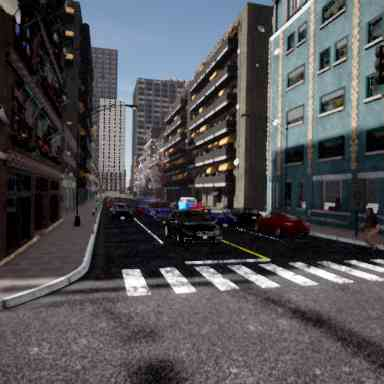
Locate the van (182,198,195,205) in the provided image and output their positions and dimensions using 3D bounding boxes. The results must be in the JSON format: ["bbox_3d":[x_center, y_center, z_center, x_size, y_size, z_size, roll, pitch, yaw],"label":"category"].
[{"bbox_3d":[-0.546,1.585,40.354,1.690,1.788,3.998,1,0,-15],"label":"van"}]

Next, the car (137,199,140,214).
[{"bbox_3d":[-4.881,1.690,34.091,1.994,1.385,4.181,1,0,-15],"label":"car"}]

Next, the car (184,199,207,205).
[{"bbox_3d":[0.852,1.775,35.010,1.887,1.381,4.507,1,0,-15],"label":"car"}]

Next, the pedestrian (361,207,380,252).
[{"bbox_3d":[7.128,1.479,13.240,0.375,1.860,0.375,1,0,-15],"label":"pedestrian"}]

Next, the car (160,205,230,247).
[{"bbox_3d":[-0.070,1.584,15.705,1.837,1.490,4.892,1,0,-14],"label":"car"}]

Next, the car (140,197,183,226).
[{"bbox_3d":[-2.349,1.453,24.441,2.097,1.767,4.553,1,0,-15],"label":"car"}]

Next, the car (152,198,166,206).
[{"bbox_3d":[-6.192,1.830,61.889,1.752,1.417,4.829,1,0,-15],"label":"car"}]

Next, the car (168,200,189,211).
[{"bbox_3d":[-1.949,1.825,45.696,1.947,1.339,4.313,1,0,-15],"label":"car"}]

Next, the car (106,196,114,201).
[{"bbox_3d":[-22.660,1.796,91.671,1.887,1.381,4.507,1,0,-15],"label":"car"}]

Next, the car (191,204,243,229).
[{"bbox_3d":[1.469,1.753,22.542,1.895,1.301,4.718,1,0,-15],"label":"car"}]

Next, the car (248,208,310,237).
[{"bbox_3d":[5.053,1.771,18.981,1.802,1.307,4.206,1,0,-15],"label":"car"}]

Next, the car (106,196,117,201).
[{"bbox_3d":[-10.057,1.651,43.584,1.887,1.381,4.507,1,0,-15],"label":"car"}]

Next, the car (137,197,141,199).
[{"bbox_3d":[-14.551,1.955,93.782,2.008,1.369,4.403,1,0,-15],"label":"car"}]

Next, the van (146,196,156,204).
[{"bbox_3d":[-8.949,1.678,72.412,1.690,1.788,3.998,1,0,-15],"label":"van"}]

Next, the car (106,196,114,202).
[{"bbox_3d":[-21.260,1.800,86.327,1.947,1.339,4.313,1,0,-15],"label":"car"}]

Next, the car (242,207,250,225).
[{"bbox_3d":[3.653,1.768,24.324,1.947,1.339,4.313,1,0,-15],"label":"car"}]

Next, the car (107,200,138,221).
[{"bbox_3d":[-5.857,1.629,27.555,1.947,1.339,4.313,1,0,-15],"label":"car"}]

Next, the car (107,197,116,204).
[{"bbox_3d":[-17.016,1.709,70.135,1.752,1.417,4.829,1,0,-15],"label":"car"}]
